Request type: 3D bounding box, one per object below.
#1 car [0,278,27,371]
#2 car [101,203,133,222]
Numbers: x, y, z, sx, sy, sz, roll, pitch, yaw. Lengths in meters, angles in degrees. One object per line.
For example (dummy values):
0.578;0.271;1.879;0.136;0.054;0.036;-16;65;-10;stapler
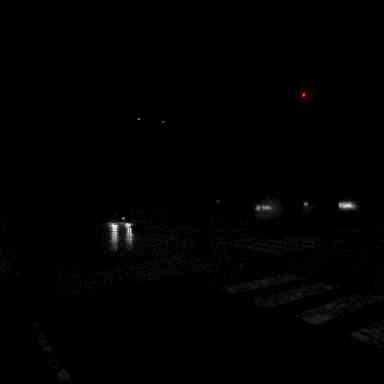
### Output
-4.033;1.566;3.313;4.313;1.339;1.947;0;0;-36;car
-6.782;1.651;27.573;2.033;1.411;5.357;0;0;-36;car
